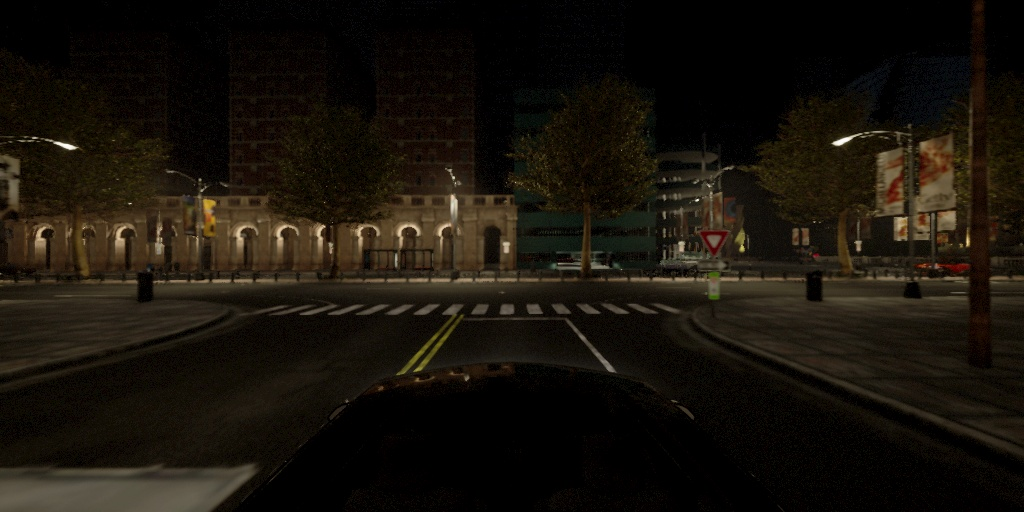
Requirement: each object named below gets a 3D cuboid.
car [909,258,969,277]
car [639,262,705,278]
[{"bbox_3d":[37.998,0.938,31.546,4.553,1.767,2.097,0,0,1],"label":"car"},{"bbox_3d":[14.187,1.240,31.878,5.357,1.411,2.033,0,0,1],"label":"car"}]
